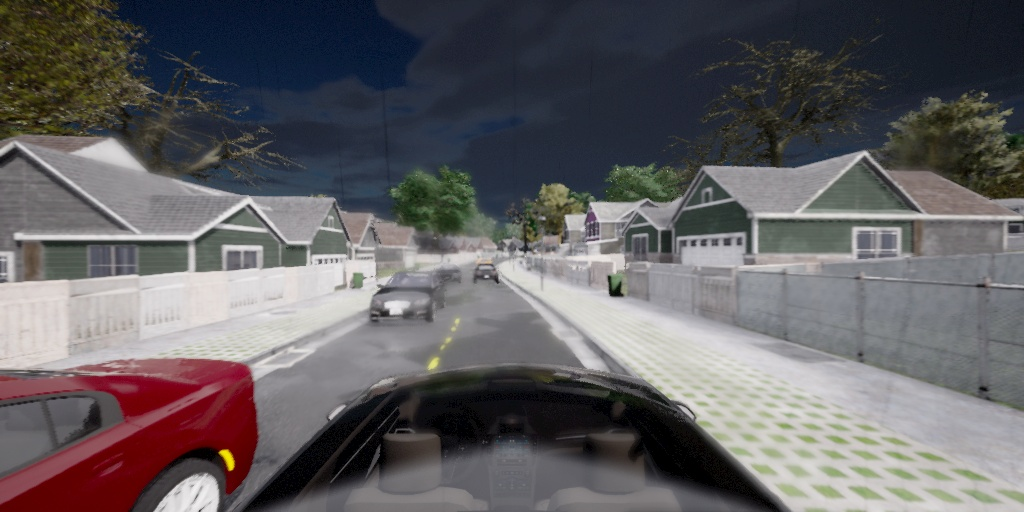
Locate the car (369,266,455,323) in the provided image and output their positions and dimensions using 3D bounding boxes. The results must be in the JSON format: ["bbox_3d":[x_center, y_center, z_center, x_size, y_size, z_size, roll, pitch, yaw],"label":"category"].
[{"bbox_3d":[-3.342,1.262,12.275,2.128,1.511,4.902,0,0,-4],"label":"car"}]

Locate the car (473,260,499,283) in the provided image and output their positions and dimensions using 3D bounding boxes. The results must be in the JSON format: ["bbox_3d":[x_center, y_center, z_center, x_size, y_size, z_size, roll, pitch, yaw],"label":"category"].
[{"bbox_3d":[-2.023,1.275,27.820,1.812,1.442,4.674,0,0,-6],"label":"car"}]

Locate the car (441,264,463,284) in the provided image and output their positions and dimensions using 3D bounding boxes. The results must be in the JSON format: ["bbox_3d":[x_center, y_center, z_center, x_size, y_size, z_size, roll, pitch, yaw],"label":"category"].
[{"bbox_3d":[-4.755,1.327,27.021,1.994,1.385,4.181,0,0,-6],"label":"car"}]

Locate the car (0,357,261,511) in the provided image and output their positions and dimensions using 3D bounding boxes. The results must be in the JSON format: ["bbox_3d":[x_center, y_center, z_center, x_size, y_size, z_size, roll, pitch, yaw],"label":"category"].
[{"bbox_3d":[-2.968,1.233,0.781,1.882,1.535,5.008,0,0,0],"label":"car"}]
